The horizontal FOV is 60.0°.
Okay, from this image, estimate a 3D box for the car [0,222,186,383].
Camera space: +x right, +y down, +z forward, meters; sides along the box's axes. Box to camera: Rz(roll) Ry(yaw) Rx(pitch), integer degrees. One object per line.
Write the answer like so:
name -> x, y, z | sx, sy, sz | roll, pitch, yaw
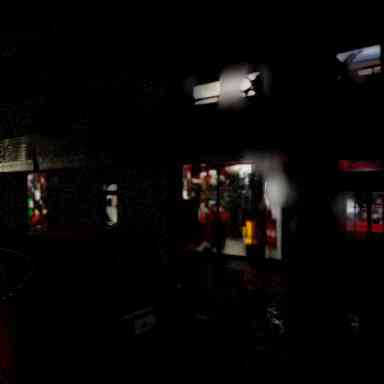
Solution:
car -> -2.394, 1.366, 4.560 | 5.009, 1.841, 2.192 | -1, 0, 35
